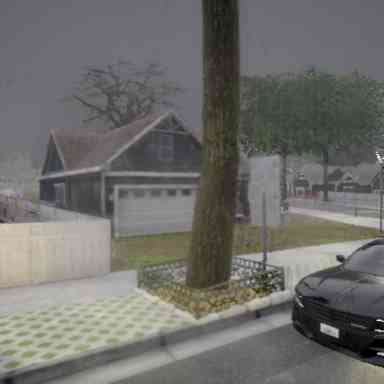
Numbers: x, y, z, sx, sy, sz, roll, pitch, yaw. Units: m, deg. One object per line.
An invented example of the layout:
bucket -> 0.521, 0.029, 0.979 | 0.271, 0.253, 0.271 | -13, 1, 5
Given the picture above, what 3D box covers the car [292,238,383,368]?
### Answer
car -> 3.830, 1.561, 5.768 | 5.008, 1.535, 1.882 | 1, -1, -35
